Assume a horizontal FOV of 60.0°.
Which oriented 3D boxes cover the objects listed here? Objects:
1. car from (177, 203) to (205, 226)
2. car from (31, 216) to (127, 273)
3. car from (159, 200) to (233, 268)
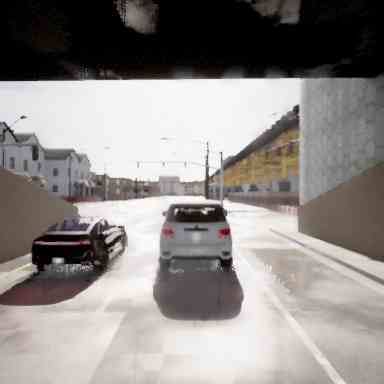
[{"bbox_3d":[-0.200,1.639,25.156,1.812,1.442,4.674,0,0,-4],"label":"car"},{"bbox_3d":[-3.407,1.542,10.902,2.128,1.511,4.902,0,0,0],"label":"car"},{"bbox_3d":[0.098,1.275,11.619,2.150,2.045,5.566,0,0,0],"label":"car"}]
